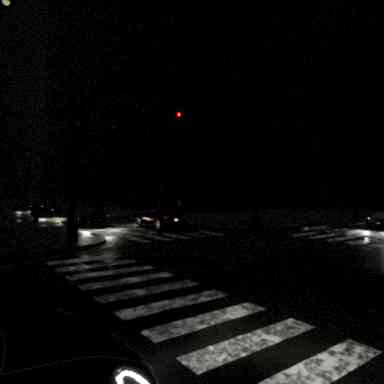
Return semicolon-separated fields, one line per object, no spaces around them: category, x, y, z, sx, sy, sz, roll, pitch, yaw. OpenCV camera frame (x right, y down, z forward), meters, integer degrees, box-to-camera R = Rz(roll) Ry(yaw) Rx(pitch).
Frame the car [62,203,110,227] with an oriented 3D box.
car;-7.627;1.595;24.217;1.882;1.535;5.008;0;0;-36

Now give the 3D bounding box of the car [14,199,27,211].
car;-22.935;1.736;45.179;1.837;1.490;4.892;0;1;-36

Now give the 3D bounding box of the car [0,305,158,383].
car;-2.337;1.331;1.785;4.553;1.767;2.097;0;0;-36

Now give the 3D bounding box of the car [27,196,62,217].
car;-15.172;1.396;34.513;2.150;2.045;5.566;0;-1;-36

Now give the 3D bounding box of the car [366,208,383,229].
car;13.200;1.647;21.615;4.674;1.442;1.812;1;0;-36

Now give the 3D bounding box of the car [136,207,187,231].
car;-2.091;1.676;21.874;1.994;1.385;4.181;0;0;-34
